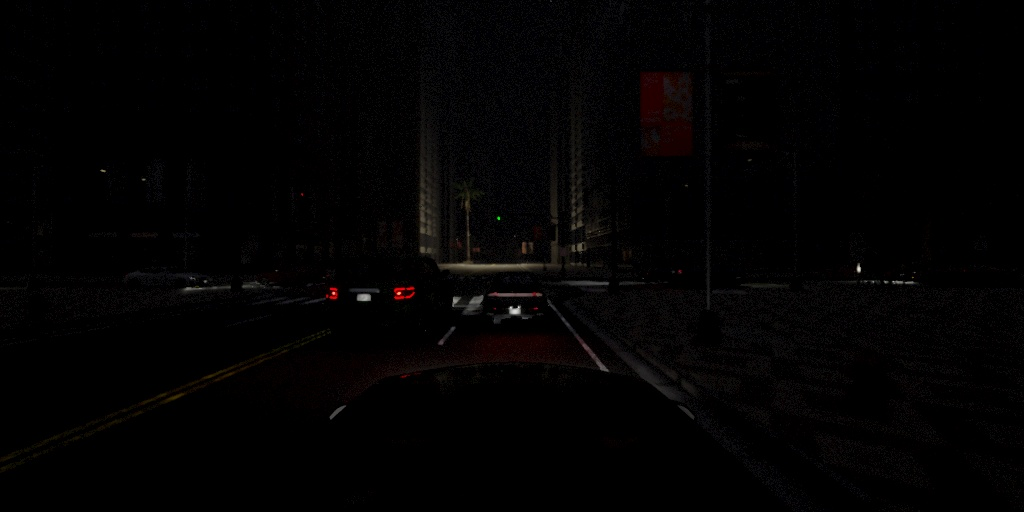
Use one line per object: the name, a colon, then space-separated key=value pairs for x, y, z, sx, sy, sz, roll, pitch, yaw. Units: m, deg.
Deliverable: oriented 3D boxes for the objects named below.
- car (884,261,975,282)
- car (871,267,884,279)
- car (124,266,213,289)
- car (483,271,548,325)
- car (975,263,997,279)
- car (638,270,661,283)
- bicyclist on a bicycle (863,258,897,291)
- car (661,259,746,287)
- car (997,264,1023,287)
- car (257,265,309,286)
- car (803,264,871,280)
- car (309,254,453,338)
car: x=31.203 y=1.234 z=26.903 sx=4.181 sy=1.385 sz=1.994 roll=0 pitch=-1 yaw=-1
car: x=32.096 y=1.131 z=29.676 sx=4.097 sy=1.591 sz=1.967 roll=0 pitch=0 yaw=-1
car: x=-21.911 y=1.369 z=22.905 sx=4.674 sy=1.442 sz=1.812 roll=0 pitch=0 yaw=0
car: x=0.147 y=1.244 z=11.804 sx=2.128 sy=1.511 sz=4.902 roll=0 pitch=0 yaw=2
car: x=37.736 y=1.260 z=29.764 sx=4.207 sy=1.307 sz=1.802 roll=0 pitch=0 yaw=-1
car: x=11.913 y=1.332 z=26.607 sx=4.718 sy=1.301 sz=1.895 roll=0 pitch=0 yaw=-1
bicyclist on a bicycle: x=18.389 y=0.934 z=17.976 sx=0.582 sy=1.620 sz=1.656 roll=0 pitch=-1 yaw=-1
car: x=12.650 y=1.054 z=23.477 sx=4.553 sy=1.767 sz=2.097 roll=0 pitch=0 yaw=-1
car: x=32.225 y=1.183 z=21.151 sx=4.313 sy=1.339 sz=1.948 roll=0 pitch=0 yaw=-1
car: x=-15.744 y=1.357 z=25.809 sx=4.674 sy=1.442 sz=1.812 roll=-1 pitch=-1 yaw=5
car: x=26.458 y=1.290 z=29.587 sx=4.207 sy=1.307 sz=1.802 roll=0 pitch=0 yaw=-1
car: x=-3.150 y=0.974 z=10.324 sx=2.150 sy=2.045 sz=5.566 roll=0 pitch=0 yaw=0
